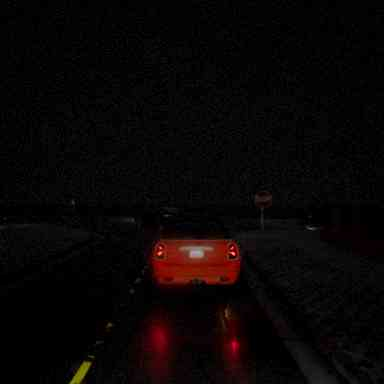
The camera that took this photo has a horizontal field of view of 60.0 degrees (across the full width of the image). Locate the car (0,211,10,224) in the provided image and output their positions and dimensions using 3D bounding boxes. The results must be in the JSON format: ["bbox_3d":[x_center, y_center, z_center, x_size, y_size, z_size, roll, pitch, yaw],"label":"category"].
[{"bbox_3d":[-14.176,1.381,21.195,4.674,1.442,1.812,1,0,1],"label":"car"}]

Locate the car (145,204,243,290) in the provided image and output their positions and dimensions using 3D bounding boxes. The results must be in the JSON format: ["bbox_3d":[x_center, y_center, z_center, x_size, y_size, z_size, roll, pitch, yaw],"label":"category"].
[{"bbox_3d":[0.100,1.366,9.305,2.097,1.767,4.553,0,0,0],"label":"car"}]

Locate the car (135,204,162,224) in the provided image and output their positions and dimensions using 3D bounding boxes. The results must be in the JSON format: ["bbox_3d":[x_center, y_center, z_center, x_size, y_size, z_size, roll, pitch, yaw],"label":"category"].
[{"bbox_3d":[-2.087,1.551,22.231,1.812,1.442,4.674,2,-1,-34],"label":"car"}]

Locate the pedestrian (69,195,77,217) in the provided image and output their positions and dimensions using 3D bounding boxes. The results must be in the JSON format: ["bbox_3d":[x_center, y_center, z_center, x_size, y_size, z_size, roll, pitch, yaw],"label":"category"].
[{"bbox_3d":[-9.707,1.106,27.122,0.375,1.860,0.375,0,-1,0],"label":"pedestrian"}]

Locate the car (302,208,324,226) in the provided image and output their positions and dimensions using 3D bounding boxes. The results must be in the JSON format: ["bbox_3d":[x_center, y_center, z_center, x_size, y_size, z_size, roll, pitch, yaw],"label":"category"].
[{"bbox_3d":[10.623,1.672,24.342,5.008,1.535,1.882,1,-1,0],"label":"car"}]
